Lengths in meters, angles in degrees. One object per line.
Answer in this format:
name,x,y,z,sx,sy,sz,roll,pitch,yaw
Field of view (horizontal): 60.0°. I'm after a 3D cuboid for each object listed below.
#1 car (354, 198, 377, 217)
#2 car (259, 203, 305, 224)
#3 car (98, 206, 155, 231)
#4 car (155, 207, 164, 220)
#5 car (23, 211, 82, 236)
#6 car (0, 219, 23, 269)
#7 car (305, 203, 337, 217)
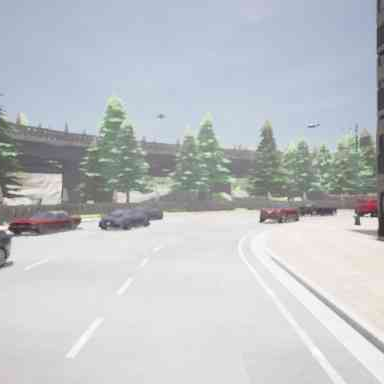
car,20.583,1.712,36.496,5.566,2.045,2.150,0,-1,-16
car,7.779,1.735,29.140,2.097,1.767,4.553,-1,-1,41
car,-4.644,1.861,23.171,1.994,1.385,4.181,0,-1,21
car,-4.441,1.959,30.746,1.994,1.385,4.181,0,-1,32
car,-8.961,1.862,20.648,1.895,1.301,4.718,0,-1,15
car,-6.831,1.617,8.824,1.837,1.490,4.892,0,-1,3
car,14.319,1.979,37.929,5.008,1.535,1.882,0,-1,-26
